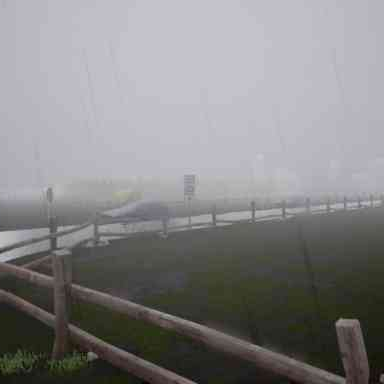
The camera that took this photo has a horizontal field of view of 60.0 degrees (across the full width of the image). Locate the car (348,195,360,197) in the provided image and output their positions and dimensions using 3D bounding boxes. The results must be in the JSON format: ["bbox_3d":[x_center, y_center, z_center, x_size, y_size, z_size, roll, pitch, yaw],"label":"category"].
[{"bbox_3d":[21.788,0.601,46.049,4.718,1.301,1.895,-1,1,-44],"label":"car"}]

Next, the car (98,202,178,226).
[{"bbox_3d":[-3.364,1.339,21.762,5.357,1.411,2.033,-1,1,-44],"label":"car"}]

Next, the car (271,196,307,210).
[{"bbox_3d":[10.546,1.114,35.267,5.357,1.411,2.033,-1,1,-44],"label":"car"}]
